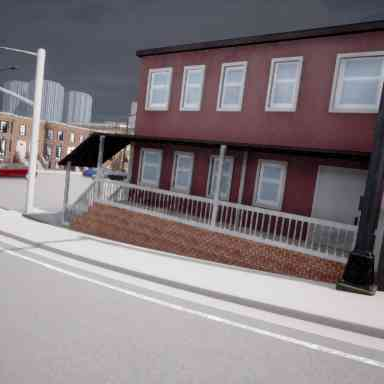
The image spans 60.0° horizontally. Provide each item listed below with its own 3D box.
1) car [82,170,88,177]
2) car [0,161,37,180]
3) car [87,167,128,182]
[{"bbox_3d":[-12.331,-2.575,44.608,1.882,1.535,5.008,10,6,36],"label":"car"},{"bbox_3d":[-17.392,-2.065,31.672,1.882,1.535,5.008,10,6,35],"label":"car"},{"bbox_3d":[-10.066,-2.047,41.834,2.128,1.511,4.902,10,6,35],"label":"car"}]
